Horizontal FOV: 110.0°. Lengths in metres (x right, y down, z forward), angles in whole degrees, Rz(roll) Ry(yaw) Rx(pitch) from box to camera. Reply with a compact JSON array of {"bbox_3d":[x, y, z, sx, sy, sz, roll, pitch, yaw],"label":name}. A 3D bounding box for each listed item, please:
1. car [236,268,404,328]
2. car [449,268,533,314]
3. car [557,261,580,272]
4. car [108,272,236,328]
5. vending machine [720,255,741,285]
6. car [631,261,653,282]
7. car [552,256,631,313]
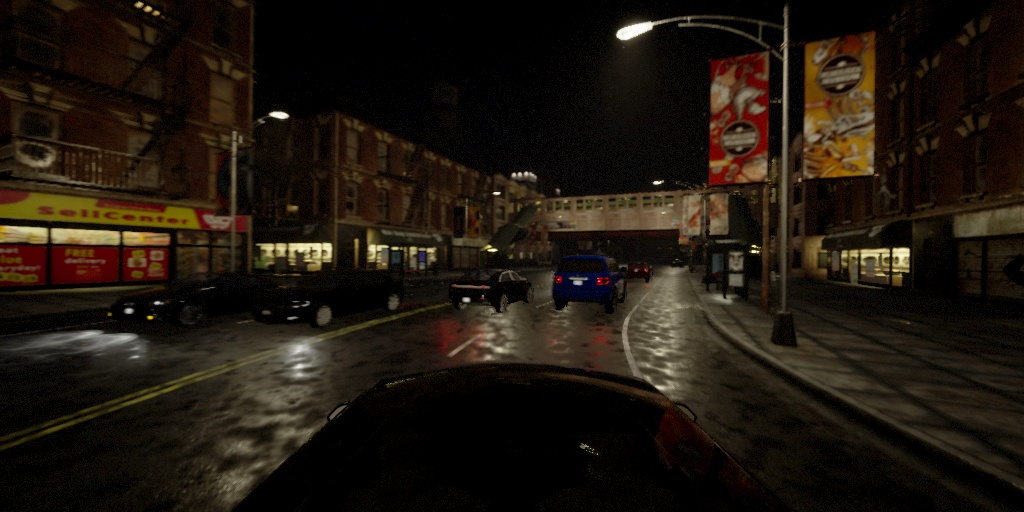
[{"bbox_3d":[-5.427,1.154,11.361,1.882,1.535,5.008,0,0,17],"label":"car"},{"bbox_3d":[-0.613,1.231,13.953,2.128,1.511,4.902,1,0,21],"label":"car"},{"bbox_3d":[7.930,1.370,50.021,1.812,1.442,4.674,1,0,25],"label":"car"},{"bbox_3d":[-9.102,1.192,10.907,1.994,1.385,4.181,1,0,15],"label":"car"},{"bbox_3d":[18.901,1.188,31.034,1.100,2.100,0.880,0,0,25],"label":"vending machine"},{"bbox_3d":[11.183,1.243,31.671,2.097,1.767,4.553,1,0,25],"label":"car"},{"bbox_3d":[3.312,1.012,14.628,2.150,2.045,5.566,1,0,24],"label":"car"}]
